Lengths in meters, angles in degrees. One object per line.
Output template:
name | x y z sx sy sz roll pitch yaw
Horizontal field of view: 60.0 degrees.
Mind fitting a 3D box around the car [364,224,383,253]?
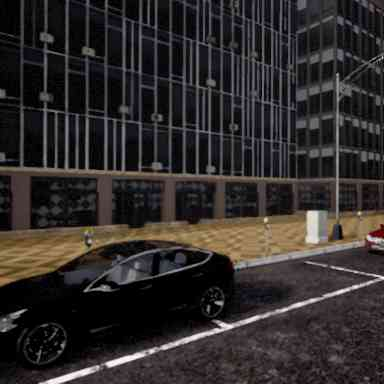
car | 8.112 1.580 12.352 4.206 1.307 1.802 0 0 -36

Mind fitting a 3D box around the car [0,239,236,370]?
car | -1.151 1.566 5.737 4.313 1.339 1.947 0 0 -36
